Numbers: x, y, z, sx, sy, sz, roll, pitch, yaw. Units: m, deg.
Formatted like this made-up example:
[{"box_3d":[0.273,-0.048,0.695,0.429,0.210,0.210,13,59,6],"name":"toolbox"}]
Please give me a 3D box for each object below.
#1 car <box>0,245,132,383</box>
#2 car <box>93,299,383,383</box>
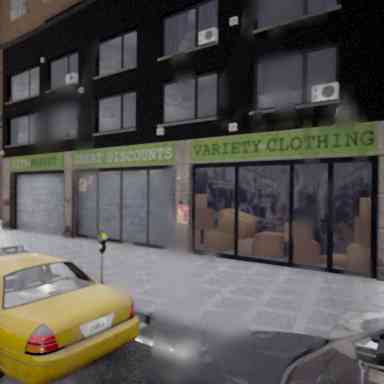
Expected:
[{"box_3d":[-2.978,1.517,5.230,4.829,1.417,1.752,0,1,36],"name":"car"},{"box_3d":[1.699,1.551,1.876,4.403,1.369,2.008,0,1,36],"name":"car"}]
